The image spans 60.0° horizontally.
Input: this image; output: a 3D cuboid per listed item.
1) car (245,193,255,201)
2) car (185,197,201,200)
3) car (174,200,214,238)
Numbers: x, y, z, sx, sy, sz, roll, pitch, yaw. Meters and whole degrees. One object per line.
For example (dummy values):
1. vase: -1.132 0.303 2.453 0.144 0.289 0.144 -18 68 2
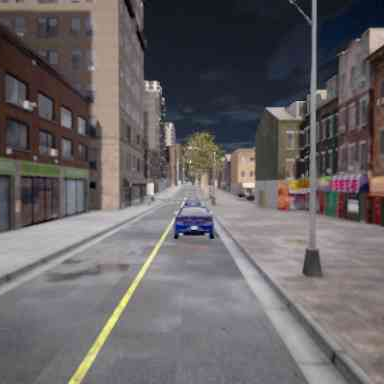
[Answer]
1. car: 12.696 0.836 63.361 5.009 1.841 2.192 1 1 0
2. car: 0.090 1.333 40.379 1.994 1.385 4.181 0 1 0
3. car: 0.094 1.417 17.168 1.882 1.535 5.008 0 0 0
